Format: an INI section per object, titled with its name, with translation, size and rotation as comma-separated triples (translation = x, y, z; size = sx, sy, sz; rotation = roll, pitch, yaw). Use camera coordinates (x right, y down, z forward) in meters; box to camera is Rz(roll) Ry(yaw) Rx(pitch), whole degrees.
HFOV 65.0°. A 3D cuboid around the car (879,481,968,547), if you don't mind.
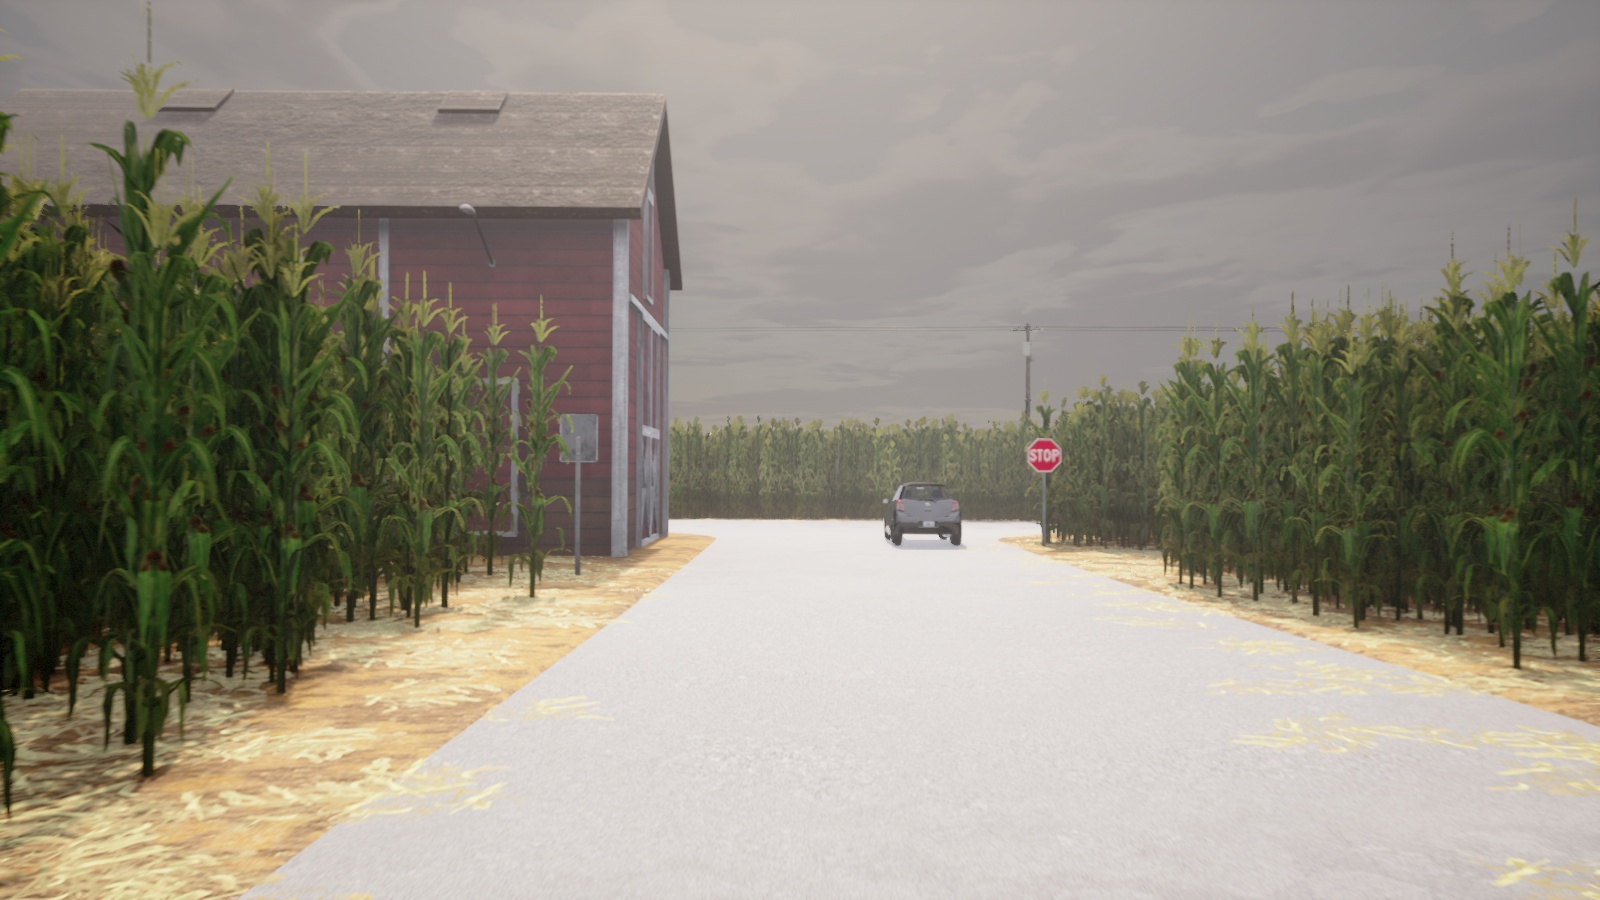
[car]
translation = 3.024, 1.553, 31.465
size = 1.845, 1.501, 3.633
rotation = 0, -1, 0
